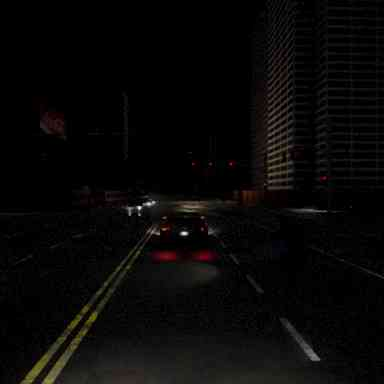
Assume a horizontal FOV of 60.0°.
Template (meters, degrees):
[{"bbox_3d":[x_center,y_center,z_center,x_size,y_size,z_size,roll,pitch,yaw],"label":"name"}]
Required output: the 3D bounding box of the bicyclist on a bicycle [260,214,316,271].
[{"bbox_3d":[2.739,1.454,9.537,1.656,1.620,0.582,-2,0,-2],"label":"bicyclist on a bicycle"}]

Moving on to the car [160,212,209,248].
[{"bbox_3d":[-0.362,1.564,14.756,1.994,1.385,4.181,0,0,-2],"label":"car"}]

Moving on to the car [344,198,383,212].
[{"bbox_3d":[20.965,1.492,38.763,4.902,1.511,2.128,0,0,-2],"label":"car"}]

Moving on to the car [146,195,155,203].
[{"bbox_3d":[-9.353,1.601,68.711,1.895,1.301,4.718,0,0,-2],"label":"car"}]

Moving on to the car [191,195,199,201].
[{"bbox_3d":[0.680,1.525,82.202,2.128,1.511,4.902,0,0,-2],"label":"car"}]

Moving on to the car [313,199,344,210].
[{"bbox_3d":[18.310,1.547,42.161,5.357,1.411,2.033,0,0,-2],"label":"car"}]

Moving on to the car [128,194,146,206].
[{"bbox_3d":[-8.896,1.526,53.138,1.812,1.442,4.674,0,0,-2],"label":"car"}]
